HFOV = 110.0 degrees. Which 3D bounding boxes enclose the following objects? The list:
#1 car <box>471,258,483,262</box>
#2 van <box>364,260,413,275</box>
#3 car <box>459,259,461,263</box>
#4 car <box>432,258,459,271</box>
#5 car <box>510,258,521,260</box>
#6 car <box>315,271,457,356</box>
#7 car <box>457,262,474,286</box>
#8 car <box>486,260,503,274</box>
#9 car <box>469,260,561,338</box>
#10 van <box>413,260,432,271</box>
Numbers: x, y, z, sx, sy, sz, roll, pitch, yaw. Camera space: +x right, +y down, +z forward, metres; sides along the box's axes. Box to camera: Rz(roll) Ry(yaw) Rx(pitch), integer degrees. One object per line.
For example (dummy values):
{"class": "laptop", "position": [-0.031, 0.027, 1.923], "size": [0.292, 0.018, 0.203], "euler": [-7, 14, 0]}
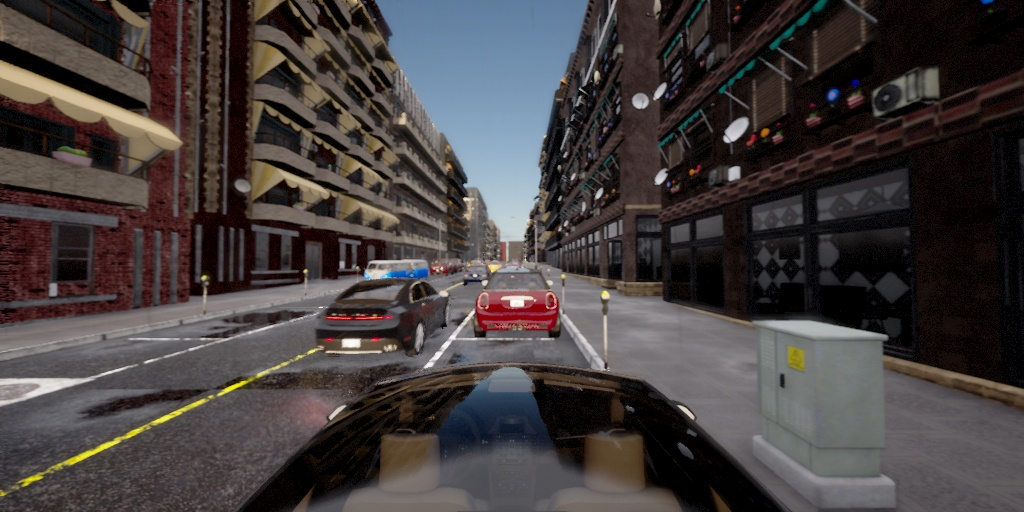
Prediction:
{"class": "car", "position": [-4.883, 1.397, 47.601], "size": [1.882, 1.535, 5.008], "euler": [0, -1, 1]}
{"class": "van", "position": [-7.907, 1.178, 22.719], "size": [1.690, 1.789, 3.998], "euler": [0, 0, 1]}
{"class": "car", "position": [-7.487, 1.233, 44.836], "size": [2.192, 1.841, 5.009], "euler": [0, 0, 1]}
{"class": "car", "position": [-7.592, 1.211, 39.307], "size": [2.192, 1.841, 5.009], "euler": [0, 0, 1]}
{"class": "car", "position": [0.296, 1.301, 39.097], "size": [1.967, 1.591, 4.097], "euler": [0, 0, 1]}
{"class": "car", "position": [-2.761, 1.283, 8.681], "size": [1.837, 1.490, 4.892], "euler": [0, 0, 1]}
{"class": "car", "position": [-2.422, 1.373, 26.539], "size": [2.033, 1.411, 5.357], "euler": [0, 0, 1]}
{"class": "car", "position": [-2.169, 1.352, 45.184], "size": [1.801, 1.575, 5.366], "euler": [0, 0, 1]}
{"class": "car", "position": [0.160, 1.121, 10.435], "size": [2.097, 1.767, 4.553], "euler": [0, 0, 1]}
{"class": "van", "position": [-7.802, 1.197, 28.249], "size": [1.690, 1.789, 3.998], "euler": [0, 0, 1]}
